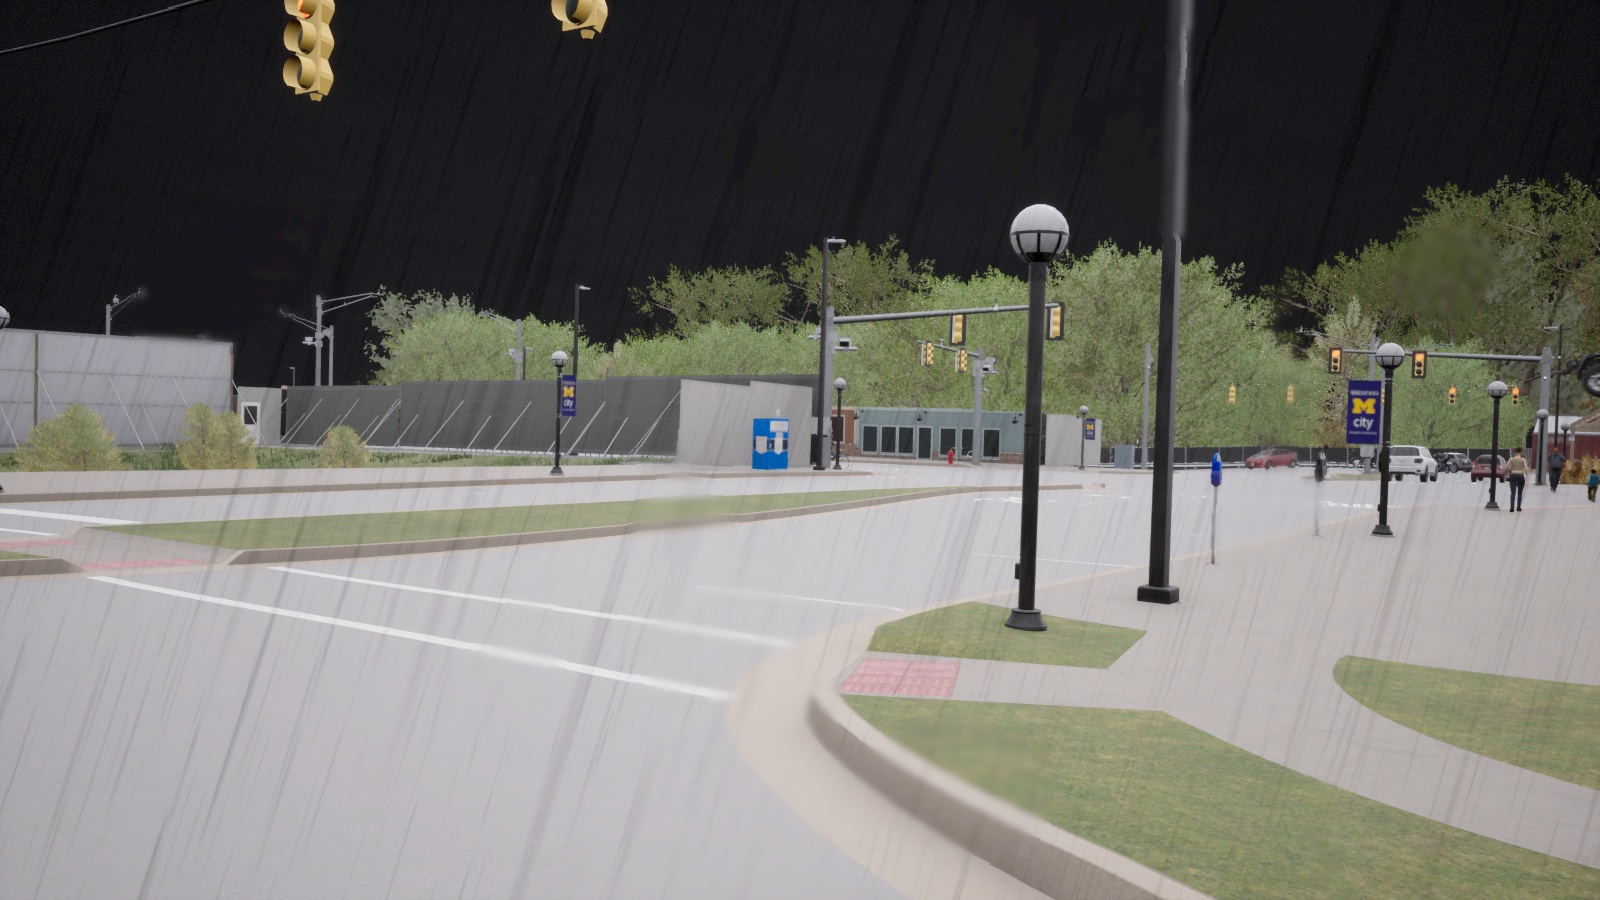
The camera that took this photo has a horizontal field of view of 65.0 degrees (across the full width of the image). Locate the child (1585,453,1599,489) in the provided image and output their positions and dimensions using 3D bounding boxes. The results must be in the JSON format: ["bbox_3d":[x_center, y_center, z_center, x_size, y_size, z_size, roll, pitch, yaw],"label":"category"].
[{"bbox_3d":[26.443,0.693,41.882,0.343,1.192,0.448,1,2,23],"label":"child"}]

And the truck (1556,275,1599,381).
[{"bbox_3d":[30.158,-4.365,42.210,7.936,3.462,2.891,-3,2,32],"label":"truck"}]

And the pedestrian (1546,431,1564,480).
[{"bbox_3d":[29.032,0.211,48.298,0.540,1.848,0.694,2,2,32],"label":"pedestrian"}]

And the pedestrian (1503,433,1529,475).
[{"bbox_3d":[32.292,0.183,56.633,0.563,1.883,0.849,-1,2,-45],"label":"pedestrian"}]

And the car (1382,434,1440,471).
[{"bbox_3d":[35.006,0.158,71.877,2.150,2.045,5.566,0,0,35],"label":"car"}]

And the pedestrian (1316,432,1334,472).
[{"bbox_3d":[25.663,0.107,61.419,0.692,1.930,0.395,2,2,41],"label":"pedestrian"}]

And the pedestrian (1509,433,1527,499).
[{"bbox_3d":[20.201,0.448,35.347,0.345,1.836,0.594,2,2,34],"label":"pedestrian"}]

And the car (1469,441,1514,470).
[{"bbox_3d":[40.739,0.293,73.916,1.851,1.617,3.988,0,1,36],"label":"car"}]
